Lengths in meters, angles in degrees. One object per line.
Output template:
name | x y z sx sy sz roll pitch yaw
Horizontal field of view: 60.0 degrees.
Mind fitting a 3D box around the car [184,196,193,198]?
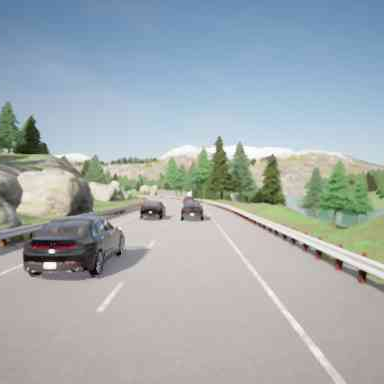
car | -0.630 1.451 55.477 2.033 1.649 4.856 0 0 -4

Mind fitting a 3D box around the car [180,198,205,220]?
car | 0.043 1.532 28.420 1.837 1.490 4.892 0 0 1

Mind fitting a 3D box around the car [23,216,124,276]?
car | -3.396 1.510 10.376 1.837 1.490 4.892 0 0 0

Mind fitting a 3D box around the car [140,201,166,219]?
car | -3.391 1.493 29.495 1.882 1.535 5.008 0 0 0
